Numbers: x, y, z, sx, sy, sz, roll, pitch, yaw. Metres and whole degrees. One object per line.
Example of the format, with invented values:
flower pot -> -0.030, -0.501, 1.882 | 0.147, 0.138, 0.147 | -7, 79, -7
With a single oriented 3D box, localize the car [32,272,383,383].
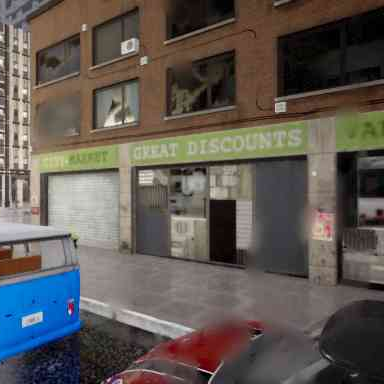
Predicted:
car -> 1.155, 1.440, 1.903 | 4.097, 1.590, 1.967 | 0, 0, 35

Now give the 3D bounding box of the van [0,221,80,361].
van -> -3.485, 1.343, 5.197 | 3.998, 1.788, 1.690 | 0, 0, 35
